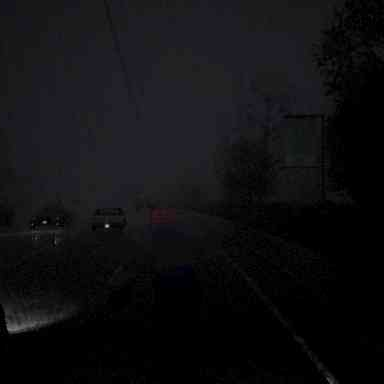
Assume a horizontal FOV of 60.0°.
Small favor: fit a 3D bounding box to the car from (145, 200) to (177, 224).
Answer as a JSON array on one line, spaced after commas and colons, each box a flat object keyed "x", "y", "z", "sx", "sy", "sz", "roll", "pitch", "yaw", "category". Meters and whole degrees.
[{"x": -2.284, "y": 1.572, "z": 25.317, "sx": 2.033, "sy": 1.411, "sz": 5.357, "roll": 0, "pitch": 0, "yaw": -10, "category": "car"}]

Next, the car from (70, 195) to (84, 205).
[{"x": -21.368, "y": 1.411, "z": 61.836, "sx": 2.097, "sy": 1.767, "sz": 4.553, "roll": 0, "pitch": 0, "yaw": -25, "category": "car"}]

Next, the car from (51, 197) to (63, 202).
[{"x": -24.408, "y": 1.578, "z": 60.099, "sx": 1.812, "sy": 1.442, "sz": 4.674, "roll": 0, "pitch": 0, "yaw": -24, "category": "car"}]

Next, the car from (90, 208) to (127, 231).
[{"x": -5.140, "y": 1.625, "z": 21.050, "sx": 1.895, "sy": 1.301, "sz": 4.718, "roll": 0, "pitch": 0, "yaw": -8, "category": "car"}]

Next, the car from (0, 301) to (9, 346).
[{"x": -3.574, "y": 1.573, "z": 3.043, "sx": 1.994, "sy": 1.385, "sz": 4.181, "roll": 0, "pitch": 0, "yaw": -1, "category": "car"}]

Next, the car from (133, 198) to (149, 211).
[{"x": -6.262, "y": 1.535, "z": 42.064, "sx": 2.128, "sy": 1.511, "sz": 4.902, "roll": 0, "pitch": 0, "yaw": -16, "category": "car"}]

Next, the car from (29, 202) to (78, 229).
[{"x": -8.998, "y": 1.592, "z": 21.595, "sx": 1.994, "sy": 1.385, "sz": 4.181, "roll": 0, "pitch": 0, "yaw": -9, "category": "car"}]

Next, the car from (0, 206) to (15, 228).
[{"x": -12.244, "y": 1.507, "z": 19.718, "sx": 1.882, "sy": 1.535, "sz": 5.008, "roll": 0, "pitch": 0, "yaw": -9, "category": "car"}]
